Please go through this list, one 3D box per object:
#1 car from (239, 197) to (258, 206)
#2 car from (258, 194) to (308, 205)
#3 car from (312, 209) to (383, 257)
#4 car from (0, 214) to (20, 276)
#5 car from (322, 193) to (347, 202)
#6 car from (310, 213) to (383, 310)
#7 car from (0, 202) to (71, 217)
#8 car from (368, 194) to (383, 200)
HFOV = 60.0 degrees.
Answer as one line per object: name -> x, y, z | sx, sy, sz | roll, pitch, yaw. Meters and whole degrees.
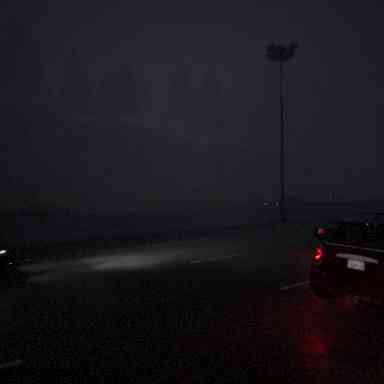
car -> 7.529, 1.230, 39.028 | 4.181, 1.385, 1.994 | -1, 0, -34
car -> 8.903, 1.055, 31.506 | 4.553, 1.767, 2.097 | -1, 1, -34
car -> 6.943, 1.449, 12.946 | 4.718, 1.301, 1.895 | -1, 0, -35
car -> -6.746, 1.507, 7.533 | 4.902, 1.511, 2.128 | -1, 1, -36
car -> 23.138, 0.931, 53.907 | 4.892, 1.490, 1.837 | 0, 0, -35
car -> 4.578, 1.262, 7.002 | 4.553, 1.767, 2.097 | -1, 0, -35
car -> -10.657, 1.443, 22.172 | 4.902, 1.511, 2.128 | -1, 0, -35
car -> 27.451, 0.985, 48.379 | 4.181, 1.385, 1.994 | -1, 0, -35
